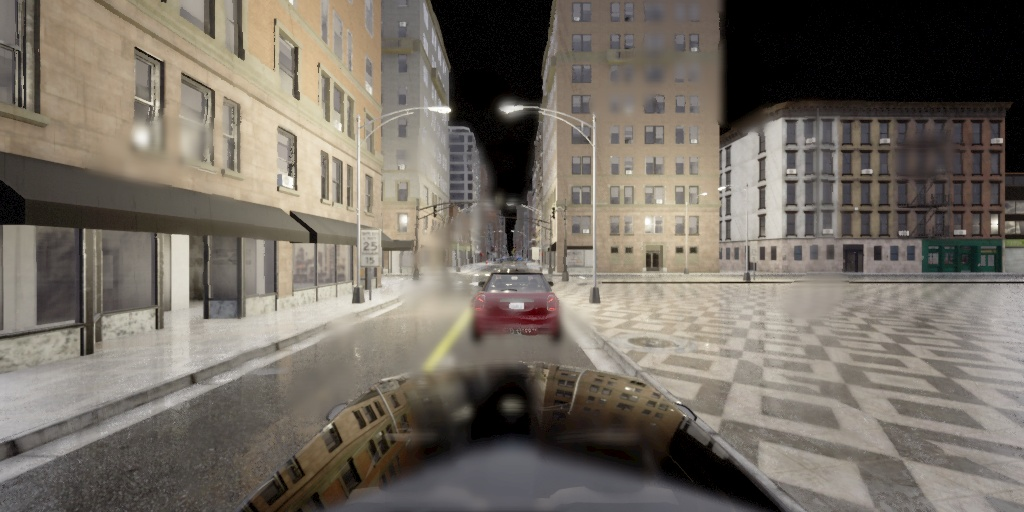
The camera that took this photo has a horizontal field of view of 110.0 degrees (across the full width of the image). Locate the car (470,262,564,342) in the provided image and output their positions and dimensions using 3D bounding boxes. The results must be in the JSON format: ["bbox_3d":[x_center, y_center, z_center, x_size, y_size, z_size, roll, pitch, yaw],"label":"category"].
[{"bbox_3d":[0.112,1.102,9.885,2.097,1.767,4.553,0,0,0],"label":"car"}]

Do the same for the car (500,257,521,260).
[{"bbox_3d":[0.073,1.101,19.701,2.097,1.767,4.553,0,0,-1],"label":"car"}]
